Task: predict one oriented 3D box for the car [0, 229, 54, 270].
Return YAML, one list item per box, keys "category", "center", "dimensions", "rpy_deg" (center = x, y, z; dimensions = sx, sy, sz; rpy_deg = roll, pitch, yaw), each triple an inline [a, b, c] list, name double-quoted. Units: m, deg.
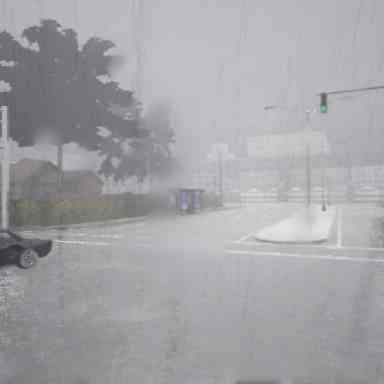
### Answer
- category: "car"
  center: [-6.464, 1.788, 9.539]
  dimensions: [1.895, 1.301, 4.718]
  rpy_deg: [-1, -1, 24]
